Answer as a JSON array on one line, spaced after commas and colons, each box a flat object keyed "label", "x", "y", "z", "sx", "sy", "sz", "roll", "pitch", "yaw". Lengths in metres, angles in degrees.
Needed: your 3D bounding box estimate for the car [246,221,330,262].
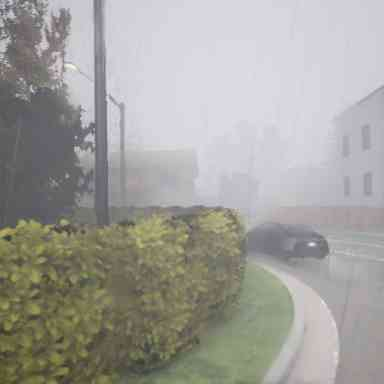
[{"label": "car", "x": 3.531, "y": 1.875, "z": 13.567, "sx": 1.994, "sy": 1.385, "sz": 4.181, "roll": 0, "pitch": -2, "yaw": -20}]
